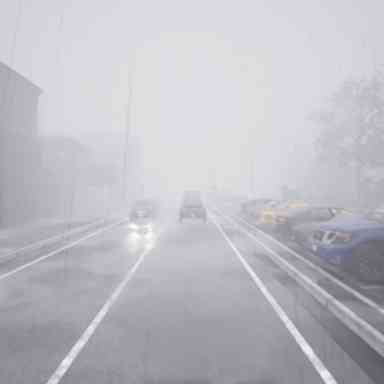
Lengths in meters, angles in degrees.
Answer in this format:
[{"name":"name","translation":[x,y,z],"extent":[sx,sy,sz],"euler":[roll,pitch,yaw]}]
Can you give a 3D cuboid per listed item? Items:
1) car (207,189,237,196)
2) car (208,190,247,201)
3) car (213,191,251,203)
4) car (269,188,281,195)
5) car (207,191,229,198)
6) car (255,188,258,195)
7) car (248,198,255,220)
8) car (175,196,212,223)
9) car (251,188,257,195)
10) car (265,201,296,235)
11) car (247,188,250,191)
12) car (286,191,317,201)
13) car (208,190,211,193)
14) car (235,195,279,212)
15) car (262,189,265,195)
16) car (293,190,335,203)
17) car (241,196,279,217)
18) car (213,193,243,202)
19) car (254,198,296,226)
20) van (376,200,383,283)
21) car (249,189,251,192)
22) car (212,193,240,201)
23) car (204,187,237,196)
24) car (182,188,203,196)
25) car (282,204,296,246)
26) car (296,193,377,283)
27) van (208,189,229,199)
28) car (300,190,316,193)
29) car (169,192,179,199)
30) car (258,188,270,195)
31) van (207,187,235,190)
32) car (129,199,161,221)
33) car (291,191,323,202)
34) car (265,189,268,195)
[{"name":"car","translation":[5.790,0.734,62.995],"extent":[4.892,1.521,2.231],"euler":[0,1,0]},{"name":"car","translation":[5.638,0.912,51.863],"extent":[5.366,1.575,1.946],"euler":[0,1,0]},{"name":"car","translation":[5.845,0.999,49.223],"extent":[4.674,1.452,2.002],"euler":[1,1,0]},{"name":"car","translation":[18.898,0.433,65.936],"extent":[5.566,2.045,2.435],"euler":[0,1,0]},{"name":"car","translation":[5.764,0.550,74.127],"extent":[4.892,1.521,2.231],"euler":[0,1,0]},{"name":"car","translation":[18.836,0.410,82.523],"extent":[4.892,1.521,2.231],"euler":[0,1,0]},{"name":"car","translation":[6.077,1.269,20.237],"extent":[4.674,1.452,2.002],"euler":[0,1,0]},{"name":"car","translation":[0.034,1.266,23.614],"extent":[2.128,1.511,4.902],"euler":[0,0,0]},{"name":"car","translation":[18.795,0.109,85.302],"extent":[5.566,2.045,2.435],"euler":[0,1,0]},{"name":"car","translation":[6.068,1.311,14.585],"extent":[5.008,1.535,2.097],"euler":[0,1,0]},{"name":"car","translation":[18.798,0.215,93.661],"extent":[5.008,1.535,2.097],"euler":[0,1,0]},{"name":"car","translation":[18.921,0.696,57.584],"extent":[4.553,1.767,2.185],"euler":[0,1,0]},{"name":"car","translation":[5.774,0.808,60.212],"extent":[4.792,1.488,2.163],"euler":[0,1,0]},{"name":"car","translation":[6.105,1.176,25.889],"extent":[4.792,1.488,2.163],"euler":[0,1,0]},{"name":"car","translation":[18.820,0.578,74.170],"extent":[4.792,1.488,2.163],"euler":[0,1,0]},{"name":"car","translation":[18.932,0.664,51.888],"extent":[5.566,2.045,2.435],"euler":[0,1,0]},{"name":"car","translation":[6.077,1.228,23.063],"extent":[4.674,1.452,2.002],"euler":[0,1,0]},{"name":"car","translation":[5.846,0.899,54.647],"extent":[4.792,1.488,2.163],"euler":[0,1,0]},{"name":"car","translation":[6.259,1.267,17.411],"extent":[5.366,1.575,1.946],"euler":[0,1,0]},{"name":"van","translation":[6.187,1.208,6.106],"extent":[4.442,1.987,1.878],"euler":[0,1,0]},{"name":"car","translation":[18.778,0.138,90.875],"extent":[4.553,1.767,2.185],"euler":[0,1,0]},{"name":"car","translation":[5.812,0.864,57.430],"extent":[4.674,1.452,2.002],"euler":[0,1,0]},{"name":"car","translation":[5.755,0.390,68.556],"extent":[5.566,2.045,2.435],"euler":[0,1,0]},{"name":"car","translation":[-0.064,0.771,40.922],"extent":[2.150,2.045,5.566],"euler":[0,1,0]},{"name":"car","translation":[6.077,1.352,11.761],"extent":[5.008,1.535,2.097],"euler":[0,1,0]},{"name":"car","translation":[6.043,1.142,8.931],"extent":[5.566,2.045,2.435],"euler":[0,1,0]},{"name":"van","translation":[5.660,0.370,71.339],"extent":[4.442,1.987,1.878],"euler":[0,1,0]},{"name":"car","translation":[18.879,0.835,49.105],"extent":[4.553,1.767,2.185],"euler":[0,1,0]},{"name":"car","translation":[-3.574,0.664,66.808],"extent":[1.812,1.442,4.674],"euler":[0,1,0]},{"name":"car","translation":[18.868,0.330,79.735],"extent":[4.553,1.767,2.185],"euler":[0,1,0]},{"name":"van","translation":[5.673,0.459,65.898],"extent":[4.442,1.987,1.878],"euler":[0,1,0]},{"name":"car","translation":[-3.418,1.255,24.717],"extent":[2.128,1.511,4.902],"euler":[0,1,0]},{"name":"car","translation":[18.927,0.742,54.800],"extent":[4.553,1.767,2.185],"euler":[0,1,0]},{"name":"car","translation":[18.862,0.595,71.383],"extent":[5.008,1.535,2.097],"euler":[0,1,0]}]
